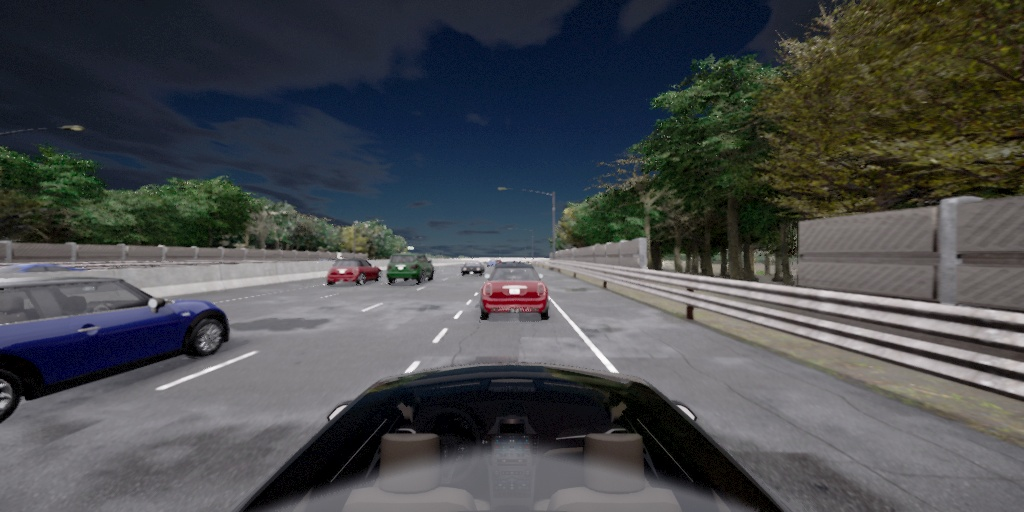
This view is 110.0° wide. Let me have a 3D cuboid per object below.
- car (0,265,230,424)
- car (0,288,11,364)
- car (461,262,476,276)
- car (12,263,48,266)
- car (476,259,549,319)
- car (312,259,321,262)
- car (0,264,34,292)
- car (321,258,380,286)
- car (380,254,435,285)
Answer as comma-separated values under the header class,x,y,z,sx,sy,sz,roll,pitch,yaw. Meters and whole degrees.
class,x,y,z,sx,sy,sz,roll,pitch,yaw
car,-6.906,1.090,5.559,2.097,1.767,4.553,0,0,0
car,-10.404,1.312,4.638,1.994,1.385,4.181,0,0,0
car,-3.579,1.202,33.961,1.895,1.301,4.718,0,0,0
car,-24.636,1.162,18.127,1.882,1.535,5.008,0,0,0
car,0.075,1.040,12.644,2.097,1.767,4.553,0,0,0
car,-21.183,1.155,39.491,1.812,1.442,4.674,0,0,0
car,-28.135,1.215,18.084,1.812,1.442,4.674,0,0,0
car,-10.454,0.985,24.172,2.097,1.767,4.553,0,0,0
car,-6.956,0.847,25.075,2.150,2.045,5.566,0,0,0
